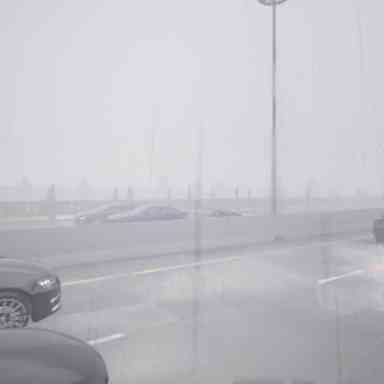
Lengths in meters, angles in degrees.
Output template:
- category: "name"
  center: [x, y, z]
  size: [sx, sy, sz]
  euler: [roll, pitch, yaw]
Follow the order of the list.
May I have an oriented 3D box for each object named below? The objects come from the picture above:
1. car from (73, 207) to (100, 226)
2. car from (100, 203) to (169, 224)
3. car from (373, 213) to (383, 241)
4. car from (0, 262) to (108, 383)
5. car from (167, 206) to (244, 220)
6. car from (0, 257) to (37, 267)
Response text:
- category: "car"
  center: [-5.198, 1.506, 21.778]
  size: [4.892, 1.490, 1.837]
  euler: [0, 0, -35]
- category: "car"
  center: [-2.462, 1.479, 19.430]
  size: [5.008, 1.535, 1.882]
  euler: [0, 0, -35]
- category: "car"
  center: [10.212, 1.506, 15.326]
  size: [4.892, 1.490, 1.837]
  euler: [0, 0, -35]
- category: "car"
  center: [-2.763, 1.526, 1.775]
  size: [4.674, 1.442, 1.812]
  euler: [0, 0, -35]
- category: "car"
  center: [1.097, 1.565, 17.669]
  size: [4.181, 1.385, 1.994]
  euler: [0, 0, -35]
- category: "car"
  center: [-4.517, 1.491, 4.823]
  size: [4.902, 1.511, 2.128]
  euler: [0, 0, -36]
